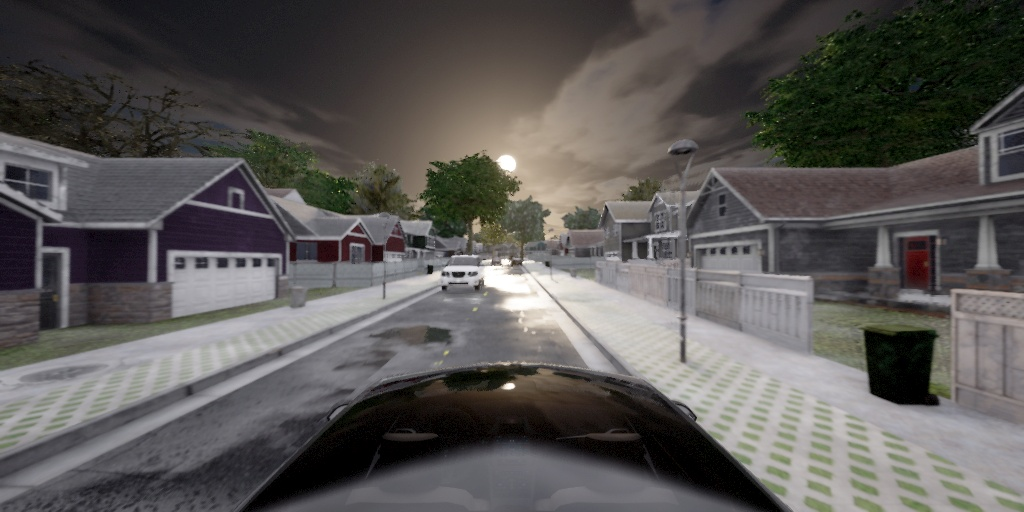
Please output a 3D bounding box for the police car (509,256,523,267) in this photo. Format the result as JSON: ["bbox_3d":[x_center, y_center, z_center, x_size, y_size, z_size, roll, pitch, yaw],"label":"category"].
[{"bbox_3d":[0.825,0.944,60.488,1.930,1.638,5.238,0,0,0],"label":"police car"}]

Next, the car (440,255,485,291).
[{"bbox_3d":[-2.849,0.939,21.758,2.150,2.045,5.566,0,0,0],"label":"car"}]

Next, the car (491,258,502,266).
[{"bbox_3d":[-2.760,1.039,64.723,2.033,1.411,5.357,0,0,0],"label":"car"}]
